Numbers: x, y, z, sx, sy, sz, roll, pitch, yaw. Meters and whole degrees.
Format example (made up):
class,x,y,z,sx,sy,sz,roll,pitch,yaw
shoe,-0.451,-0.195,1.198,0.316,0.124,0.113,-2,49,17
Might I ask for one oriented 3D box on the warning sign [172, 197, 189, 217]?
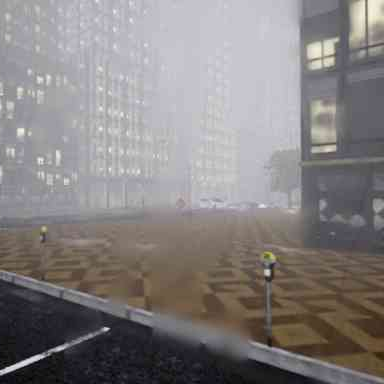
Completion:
class,x,y,z,sx,sy,sz,roll,pitch,yaw
warning sign,-1.110,1.468,33.032,1.300,1.860,1.060,1,0,36

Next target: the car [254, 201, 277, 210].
class,x,y,z,sx,sy,sz,roll,pitch,yaw
car,12.924,2.353,57.044,1.812,1.442,4.674,-1,-1,36

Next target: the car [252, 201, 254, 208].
class,x,y,z,sx,sy,sz,roll,pitch,yaw
car,10.301,2.348,58.964,2.128,1.511,4.902,-1,-1,36

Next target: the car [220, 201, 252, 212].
class,x,y,z,sx,sy,sz,roll,pitch,yaw
car,6.453,2.249,48.143,1.895,1.301,4.718,-1,-1,37

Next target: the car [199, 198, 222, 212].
class,x,y,z,sx,sy,sz,roll,pitch,yaw
car,3.275,1.879,49.317,2.150,2.045,5.566,-1,-2,36
